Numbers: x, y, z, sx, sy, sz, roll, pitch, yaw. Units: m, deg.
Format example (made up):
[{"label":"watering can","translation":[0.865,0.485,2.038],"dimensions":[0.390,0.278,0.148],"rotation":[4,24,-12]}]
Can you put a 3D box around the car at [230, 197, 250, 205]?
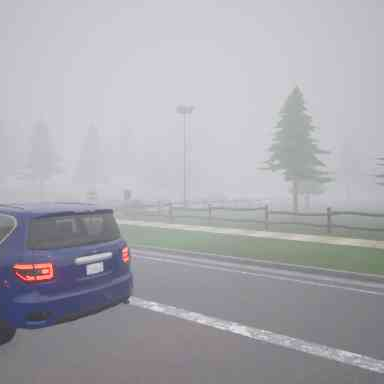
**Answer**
[{"label":"car","translation":[8.306,1.547,58.389],"dimensions":[2.033,1.411,5.357],"rotation":[0,0,35]}]

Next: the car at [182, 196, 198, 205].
[{"label":"car","translation":[0.240,1.477,59.112],"dimensions":[1.882,1.535,5.008],"rotation":[0,0,35]}]

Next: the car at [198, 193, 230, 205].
[{"label":"car","translation":[3.953,1.222,58.306],"dimensions":[2.150,2.045,5.566],"rotation":[0,0,35]}]

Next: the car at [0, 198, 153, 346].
[{"label":"car","translation":[-3.598,1.221,6.501],"dimensions":[5.566,2.045,2.150],"rotation":[0,0,36]}]

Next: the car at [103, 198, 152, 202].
[{"label":"car","translation":[-7.044,1.504,36.523],"dimensions":[1.837,1.490,4.892],"rotation":[0,0,35]}]

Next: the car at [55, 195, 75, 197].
[{"label":"car","translation":[-16.174,1.491,41.788],"dimensions":[2.128,1.511,4.902],"rotation":[0,0,35]}]

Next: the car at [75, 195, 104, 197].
[{"label":"car","translation":[-11.923,1.491,41.760],"dimensions":[2.128,1.511,4.902],"rotation":[0,0,35]}]

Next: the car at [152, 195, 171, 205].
[{"label":"car","translation":[-5.713,1.352,56.730],"dimensions":[2.097,1.767,4.553],"rotation":[0,0,35]}]

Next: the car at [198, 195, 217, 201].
[{"label":"car","translation":[3.294,1.210,69.447],"dimensions":[1.895,1.301,4.718],"rotation":[0,0,35]}]
